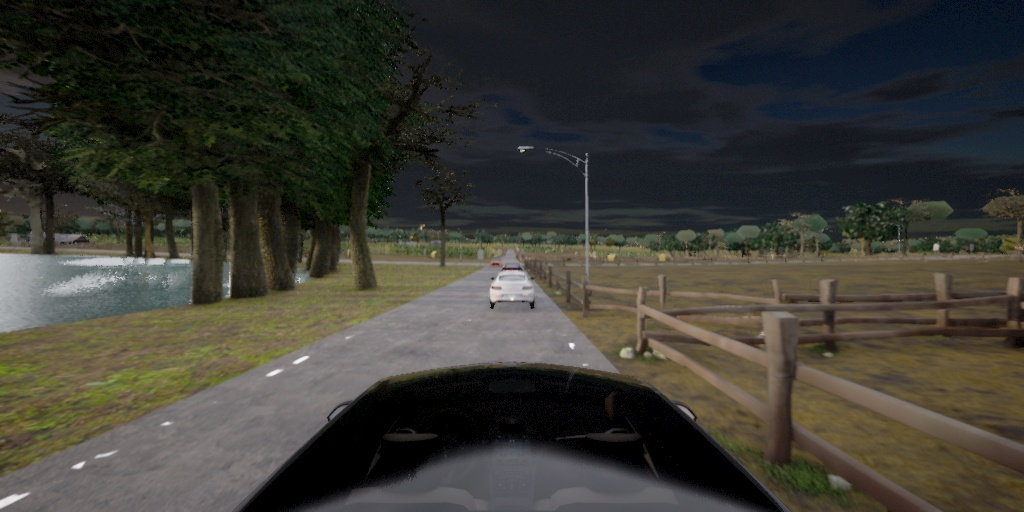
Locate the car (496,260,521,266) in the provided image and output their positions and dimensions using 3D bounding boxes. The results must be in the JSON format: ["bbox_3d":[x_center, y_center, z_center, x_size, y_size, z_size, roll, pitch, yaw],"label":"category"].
[{"bbox_3d":[0.015,1.342,30.339,2.128,1.511,4.902,0,0,0],"label":"car"}]

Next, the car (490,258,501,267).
[{"bbox_3d":[-2.778,1.075,63.431,2.097,1.767,4.553,0,1,0],"label":"car"}]

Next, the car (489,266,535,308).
[{"bbox_3d":[0.022,1.356,15.735,1.812,1.442,4.674,0,0,1],"label":"car"}]
